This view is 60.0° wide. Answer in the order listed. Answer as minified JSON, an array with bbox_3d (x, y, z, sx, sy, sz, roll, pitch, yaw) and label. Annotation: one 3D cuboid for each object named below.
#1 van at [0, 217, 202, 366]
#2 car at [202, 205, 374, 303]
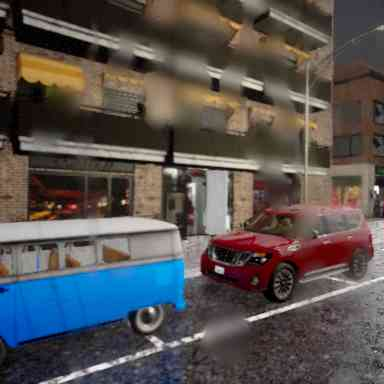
[{"bbox_3d":[-2.010,1.340,5.101,3.998,1.788,1.690,0,1,-36],"label":"van"},{"bbox_3d":[2.626,1.307,8.413,5.009,1.841,2.192,0,1,-36],"label":"car"}]
